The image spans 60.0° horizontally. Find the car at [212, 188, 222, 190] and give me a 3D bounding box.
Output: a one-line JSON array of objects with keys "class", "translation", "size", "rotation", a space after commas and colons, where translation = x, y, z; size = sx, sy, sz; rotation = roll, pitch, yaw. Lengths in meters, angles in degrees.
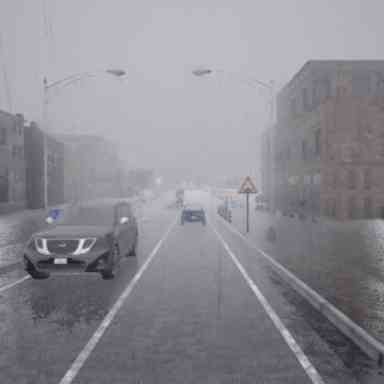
[{"class": "car", "translation": [8.124, 0.498, 85.292], "size": [4.553, 1.767, 2.185], "rotation": [0, 2, -1]}]

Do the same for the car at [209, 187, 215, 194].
[{"class": "car", "translation": [8.154, 0.281, 88.042], "size": [5.566, 2.045, 2.435], "rotation": [0, 2, -1]}]

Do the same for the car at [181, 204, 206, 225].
[{"class": "car", "translation": [0.107, 1.712, 26.976], "size": [1.882, 1.535, 5.008], "rotation": [0, 1, 0]}]

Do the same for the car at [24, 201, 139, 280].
[{"class": "car", "translation": [-3.091, 1.317, 10.600], "size": [2.150, 2.045, 5.566], "rotation": [0, -1, 0]}]

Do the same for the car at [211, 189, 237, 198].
[{"class": "car", "translation": [8.033, 0.815, 79.785], "size": [5.366, 1.575, 1.946], "rotation": [0, 2, -1]}]

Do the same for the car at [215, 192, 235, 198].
[{"class": "car", "translation": [8.191, 0.759, 82.544], "size": [4.674, 1.452, 2.002], "rotation": [0, 2, -1]}]
